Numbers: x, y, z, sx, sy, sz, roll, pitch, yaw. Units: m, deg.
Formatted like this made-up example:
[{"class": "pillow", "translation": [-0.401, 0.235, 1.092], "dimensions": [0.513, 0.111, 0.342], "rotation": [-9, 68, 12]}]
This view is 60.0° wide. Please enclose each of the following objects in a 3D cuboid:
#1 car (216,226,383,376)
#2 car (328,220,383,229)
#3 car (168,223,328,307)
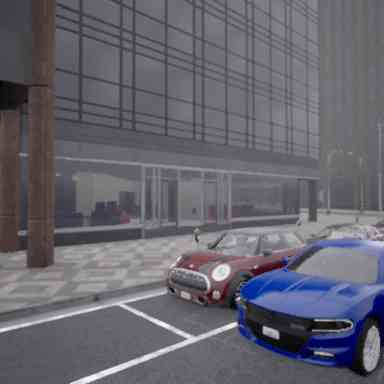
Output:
[{"class": "car", "translation": [2.903, 1.620, 6.028], "dimensions": [5.008, 1.535, 1.882], "rotation": [1, -2, -41]}, {"class": "car", "translation": [5.454, 1.826, 11.824], "dimensions": [4.403, 1.369, 2.008], "rotation": [1, -2, -41]}, {"class": "car", "translation": [1.360, 1.637, 8.219], "dimensions": [4.097, 1.590, 1.967], "rotation": [1, -2, -41]}]
